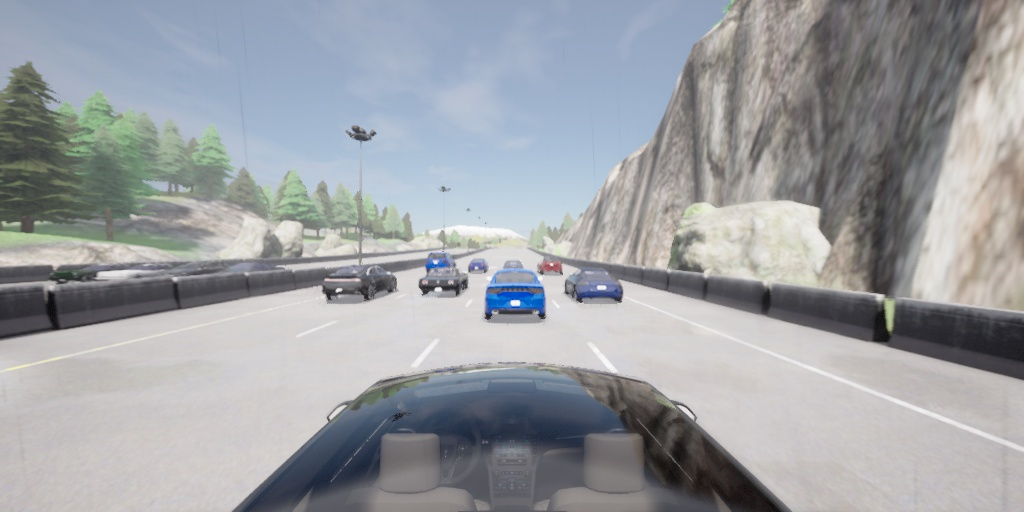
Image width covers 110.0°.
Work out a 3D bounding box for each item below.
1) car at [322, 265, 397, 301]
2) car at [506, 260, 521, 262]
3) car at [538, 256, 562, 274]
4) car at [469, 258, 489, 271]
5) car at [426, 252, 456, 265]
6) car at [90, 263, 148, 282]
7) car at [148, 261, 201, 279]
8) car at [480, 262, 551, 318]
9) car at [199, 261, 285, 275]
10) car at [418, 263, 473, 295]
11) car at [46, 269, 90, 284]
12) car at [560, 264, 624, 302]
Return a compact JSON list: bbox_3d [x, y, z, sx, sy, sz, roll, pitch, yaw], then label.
[{"bbox_3d":[-6.902,1.147,16.722,2.128,1.511,4.902,0,1,0],"label":"car"},{"bbox_3d":[0.097,1.042,30.615,2.033,1.411,5.357,0,1,0],"label":"car"},{"bbox_3d":[3.597,0.786,34.716,2.097,1.767,4.553,0,1,0],"label":"car"},{"bbox_3d":[-3.404,0.930,36.623,1.812,1.442,4.674,0,1,0],"label":"car"},{"bbox_3d":[-6.903,0.650,35.100,2.150,2.045,5.566,0,1,0],"label":"car"},{"bbox_3d":[-24.601,1.180,24.190,1.895,1.301,4.718,0,1,0],"label":"car"},{"bbox_3d":[-21.100,1.083,24.280,1.837,1.490,4.892,0,1,0],"label":"car"},{"bbox_3d":[0.099,1.166,12.684,1.882,1.535,5.008,0,1,0],"label":"car"},{"bbox_3d":[-17.602,1.126,24.158,2.033,1.411,5.357,0,1,0],"label":"car"},{"bbox_3d":[-3.402,1.237,18.783,1.895,1.301,4.718,0,1,0],"label":"car"},{"bbox_3d":[-28.101,1.175,24.611,1.895,1.301,4.718,0,1,0],"label":"car"},{"bbox_3d":[3.599,1.222,16.396,1.994,1.385,4.181,0,0,0],"label":"car"}]
